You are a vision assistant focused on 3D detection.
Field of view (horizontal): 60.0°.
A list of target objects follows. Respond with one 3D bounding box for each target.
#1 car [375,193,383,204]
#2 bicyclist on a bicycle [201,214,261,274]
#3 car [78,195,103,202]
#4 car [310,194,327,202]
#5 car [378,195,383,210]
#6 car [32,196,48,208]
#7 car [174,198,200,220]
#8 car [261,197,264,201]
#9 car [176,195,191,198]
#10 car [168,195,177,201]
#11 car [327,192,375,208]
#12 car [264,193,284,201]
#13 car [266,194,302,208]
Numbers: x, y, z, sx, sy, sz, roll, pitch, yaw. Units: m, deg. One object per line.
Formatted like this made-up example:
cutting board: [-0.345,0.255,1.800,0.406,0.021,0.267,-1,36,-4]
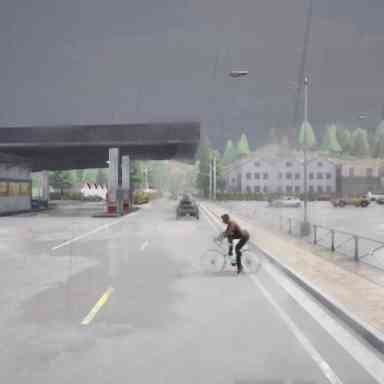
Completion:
car: [30.266,1.263,50.044,4.514,1.523,2.007,0,0,-2]
bicyclist on a bicycle: [1.058,1.421,8.984,1.656,1.620,0.582,0,0,-1]
car: [-20.654,1.290,67.896,4.902,1.511,2.128,0,0,-1]
car: [26.998,1.239,68.902,5.008,1.535,1.882,0,0,-1]
car: [20.009,1.277,30.396,4.514,1.523,2.007,0,0,-2]
car: [-21.525,1.451,45.701,2.242,1.667,4.611,0,0,-2]
car: [-0.373,1.486,27.733,1.837,1.490,4.892,0,0,-1]
car: [16.758,1.287,68.686,4.902,1.511,2.128,0,0,-1]
car: [-0.555,1.453,37.894,1.882,1.535,5.008,0,0,-1]
car: [-5.013,1.496,85.832,1.994,1.385,4.181,0,0,-1]
car: [20.423,1.068,42.866,4.605,1.855,1.932,0,0,-2]
car: [12.479,1.046,45.965,3.866,1.878,1.905,0,0,-2]
car: [11.947,1.332,42.626,3.806,1.475,1.970,0,0,-2]
